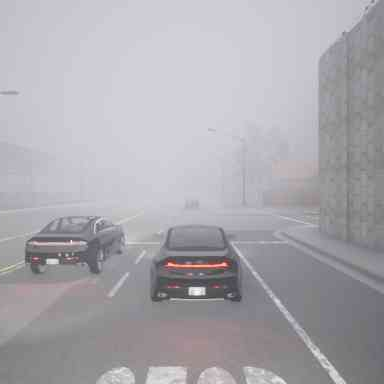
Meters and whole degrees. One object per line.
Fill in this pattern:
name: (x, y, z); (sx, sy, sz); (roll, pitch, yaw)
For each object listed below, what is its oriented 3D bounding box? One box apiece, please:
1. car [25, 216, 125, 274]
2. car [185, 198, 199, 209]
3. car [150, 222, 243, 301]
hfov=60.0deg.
car: (-3.421, 1.493, 10.570); (2.128, 1.511, 4.902); (0, 0, 0)
car: (0.012, 1.496, 44.234); (2.128, 1.511, 4.902); (0, 0, 0)
car: (0.085, 1.506, 8.299); (1.837, 1.490, 4.892); (0, 0, 0)
